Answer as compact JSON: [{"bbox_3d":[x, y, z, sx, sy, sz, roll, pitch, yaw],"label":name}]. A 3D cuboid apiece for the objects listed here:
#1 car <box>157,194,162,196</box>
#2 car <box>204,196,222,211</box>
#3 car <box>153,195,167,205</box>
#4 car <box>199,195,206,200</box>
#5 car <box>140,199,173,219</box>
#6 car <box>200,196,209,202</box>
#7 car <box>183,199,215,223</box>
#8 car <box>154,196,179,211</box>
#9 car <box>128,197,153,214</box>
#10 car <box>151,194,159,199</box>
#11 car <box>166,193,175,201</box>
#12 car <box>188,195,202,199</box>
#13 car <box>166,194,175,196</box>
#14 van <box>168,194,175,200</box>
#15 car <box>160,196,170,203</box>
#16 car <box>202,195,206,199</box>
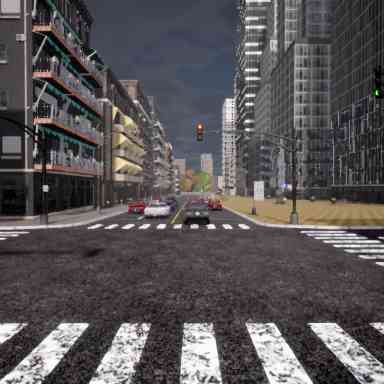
[{"bbox_3d":[-5.610,1.312,52.329,2.192,1.841,5.009,-1,0,0],"label":"car"},{"bbox_3d":[2.720,1.541,41.073,1.887,1.381,4.507,-1,0,0],"label":"car"},{"bbox_3d":[-5.598,1.439,57.977,1.967,1.590,4.097,-1,0,0],"label":"car"},{"bbox_3d":[2.812,1.535,92.084,1.752,1.417,4.829,-1,0,0],"label":"car"},{"bbox_3d":[-3.047,1.597,29.430,1.895,1.301,4.718,0,0,0],"label":"car"},{"bbox_3d":[2.781,1.548,74.967,1.887,1.381,4.507,-1,0,0],"label":"car"},{"bbox_3d":[0.294,1.544,25.296,2.033,1.411,5.357,0,0,-2],"label":"car"},{"bbox_3d":[-3.017,1.560,39.490,1.994,1.385,4.181,0,0,1],"label":"car"},{"bbox_3d":[-5.637,1.540,35.382,1.887,1.381,4.507,-1,0,0],"label":"car"},{"bbox_3d":[-5.629,1.436,41.031,1.967,1.590,4.097,-1,0,0],"label":"car"},{"bbox_3d":[-5.549,1.322,86.222,2.192,1.841,5.009,-1,0,0],"label":"car"},{"bbox_3d":[0.203,1.562,56.270,1.994,1.385,4.181,0,0,0],"label":"car"},{"bbox_3d":[-2.999,1.502,49.671,1.837,1.490,4.892,0,0,0],"label":"car"},{"bbox_3d":[-5.538,1.351,91.870,1.690,1.788,3.998,-1,0,0],"label":"van"},{"bbox_3d":[-5.576,1.584,69.276,1.802,1.307,4.206,-1,0,0],"label":"car"},{"bbox_3d":[2.761,1.551,63.668,2.008,1.369,4.403,-1,0,0],"label":"car"}]
